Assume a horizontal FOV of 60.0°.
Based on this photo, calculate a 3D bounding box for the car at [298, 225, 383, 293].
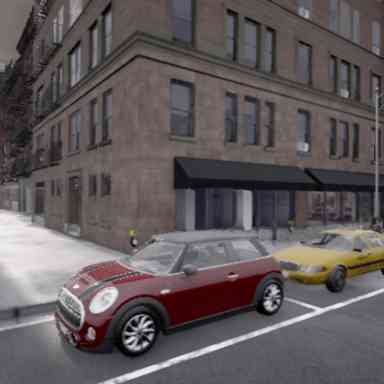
[{"bbox_3d":[4.096,1.620,9.137,4.829,1.417,1.752,1,-1,-36],"label":"car"}]

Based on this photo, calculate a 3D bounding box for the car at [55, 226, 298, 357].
[{"bbox_3d":[-0.248,1.479,6.018,4.097,1.590,1.967,1,0,-36],"label":"car"}]
